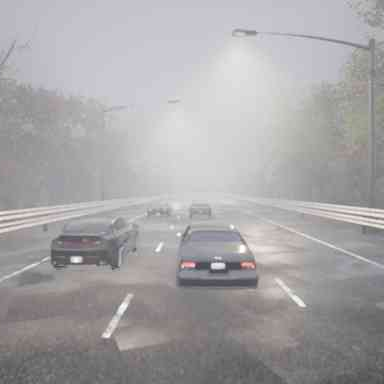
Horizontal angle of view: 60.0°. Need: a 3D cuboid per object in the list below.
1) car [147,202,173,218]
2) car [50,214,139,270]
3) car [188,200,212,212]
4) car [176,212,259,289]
[{"bbox_3d":[-2.770,1.516,29.607,1.895,1.301,4.718,0,0,1],"label":"car"},{"bbox_3d":[-2.951,1.474,10.939,1.837,1.490,4.892,0,0,0],"label":"car"},{"bbox_3d":[0.736,1.410,29.108,2.128,1.511,4.902,0,0,1],"label":"car"},{"bbox_3d":[0.536,1.523,9.194,2.033,1.411,5.357,0,0,0],"label":"car"}]
